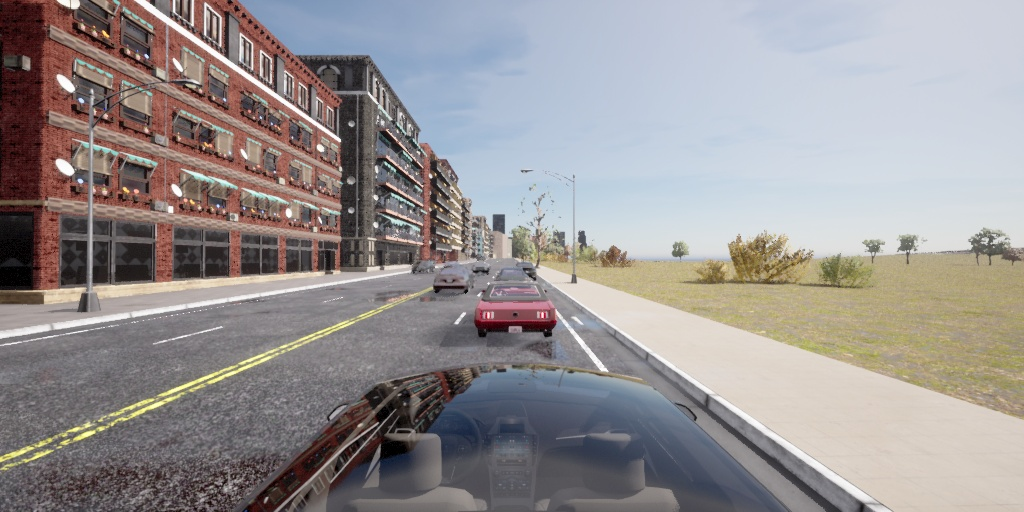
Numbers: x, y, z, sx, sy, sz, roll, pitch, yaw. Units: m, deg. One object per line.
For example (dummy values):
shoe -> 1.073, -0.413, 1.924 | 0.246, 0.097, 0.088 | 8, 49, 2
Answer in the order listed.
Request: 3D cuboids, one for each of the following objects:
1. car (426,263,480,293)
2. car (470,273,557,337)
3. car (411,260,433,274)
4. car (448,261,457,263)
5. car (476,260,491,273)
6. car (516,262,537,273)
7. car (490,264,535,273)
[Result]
car -> -3.218, 1.300, 20.652 | 2.033, 1.411, 5.357 | 0, 0, -1
car -> 0.073, 1.352, 10.229 | 1.895, 1.301, 4.718 | 0, 0, 0
car -> -9.978, 1.258, 40.535 | 1.837, 1.490, 4.892 | 0, 0, 0
car -> -6.727, 1.300, 40.345 | 2.033, 1.411, 5.357 | 0, 0, 0
car -> -3.271, 1.354, 39.159 | 1.895, 1.301, 4.718 | 0, 0, 0
car -> 1.044, 1.259, 30.254 | 1.837, 1.490, 4.892 | 0, 0, 0
car -> 0.031, 1.317, 20.259 | 1.994, 1.385, 4.181 | 0, 0, 0
